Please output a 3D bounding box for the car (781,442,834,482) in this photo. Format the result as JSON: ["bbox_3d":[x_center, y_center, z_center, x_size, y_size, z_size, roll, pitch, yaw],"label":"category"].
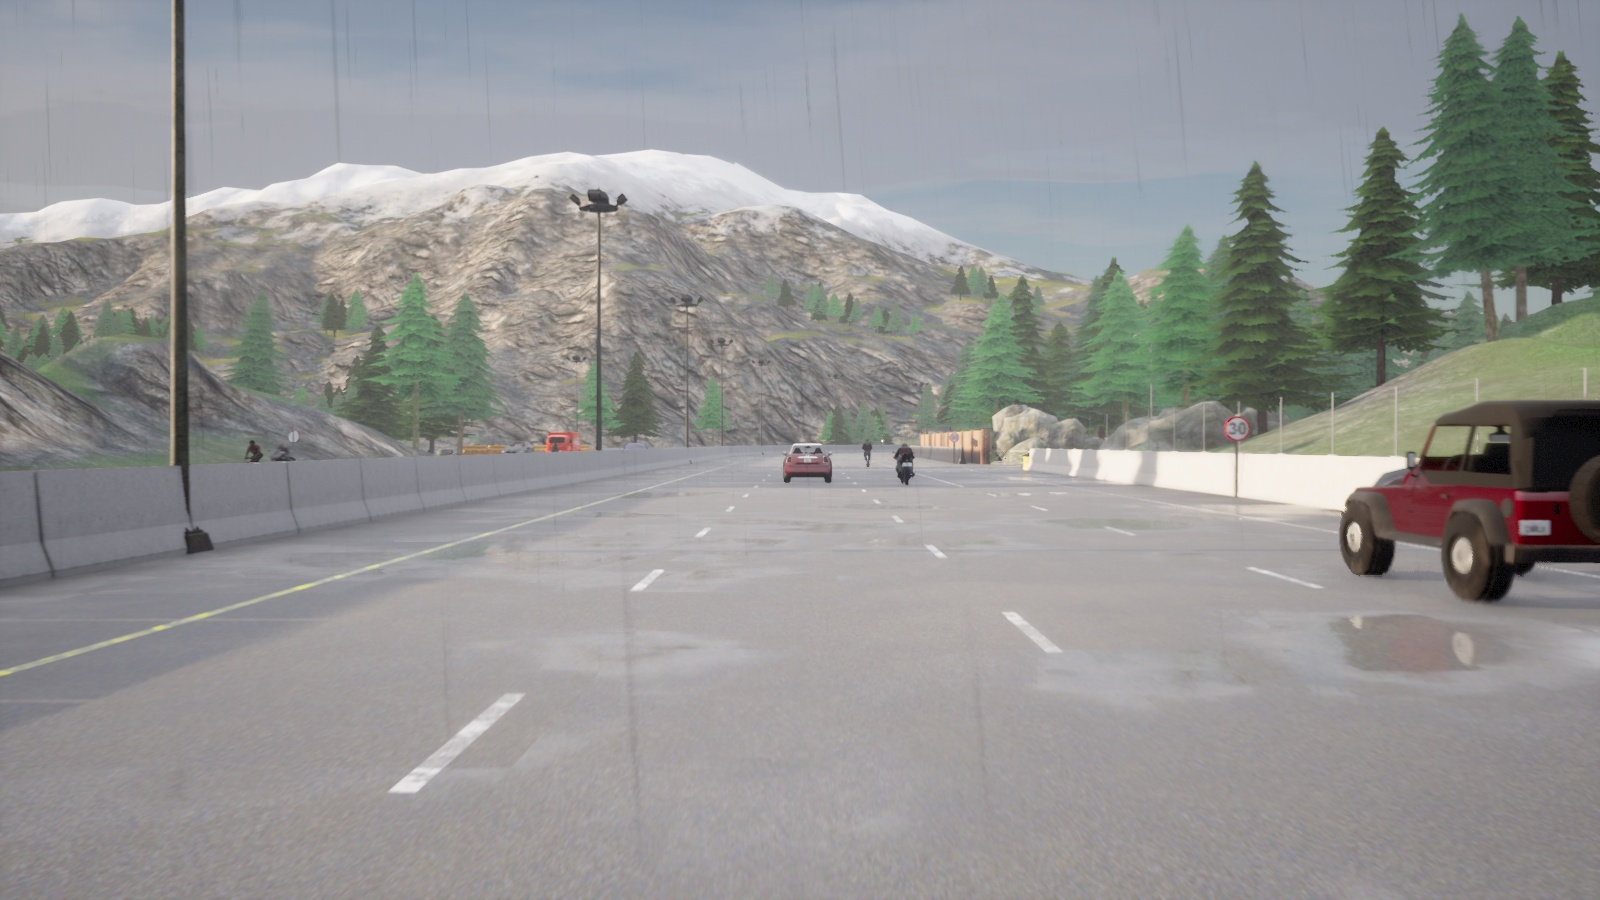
[{"bbox_3d":[0.293,0.437,48.880,1.970,1.475,3.806,0,0,0],"label":"car"}]

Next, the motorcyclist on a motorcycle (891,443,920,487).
[{"bbox_3d":[3.772,0.530,45.193,0.866,1.530,2.191,0,0,0],"label":"motorcyclist on a motorcycle"}]

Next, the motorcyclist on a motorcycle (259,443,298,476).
[{"bbox_3d":[-24.154,0.434,58.211,0.866,1.530,2.191,0,0,0],"label":"motorcyclist on a motorcycle"}]

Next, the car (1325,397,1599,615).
[{"bbox_3d":[7.088,0.476,12.761,1.905,1.878,3.866,0,0,0],"label":"car"}]
